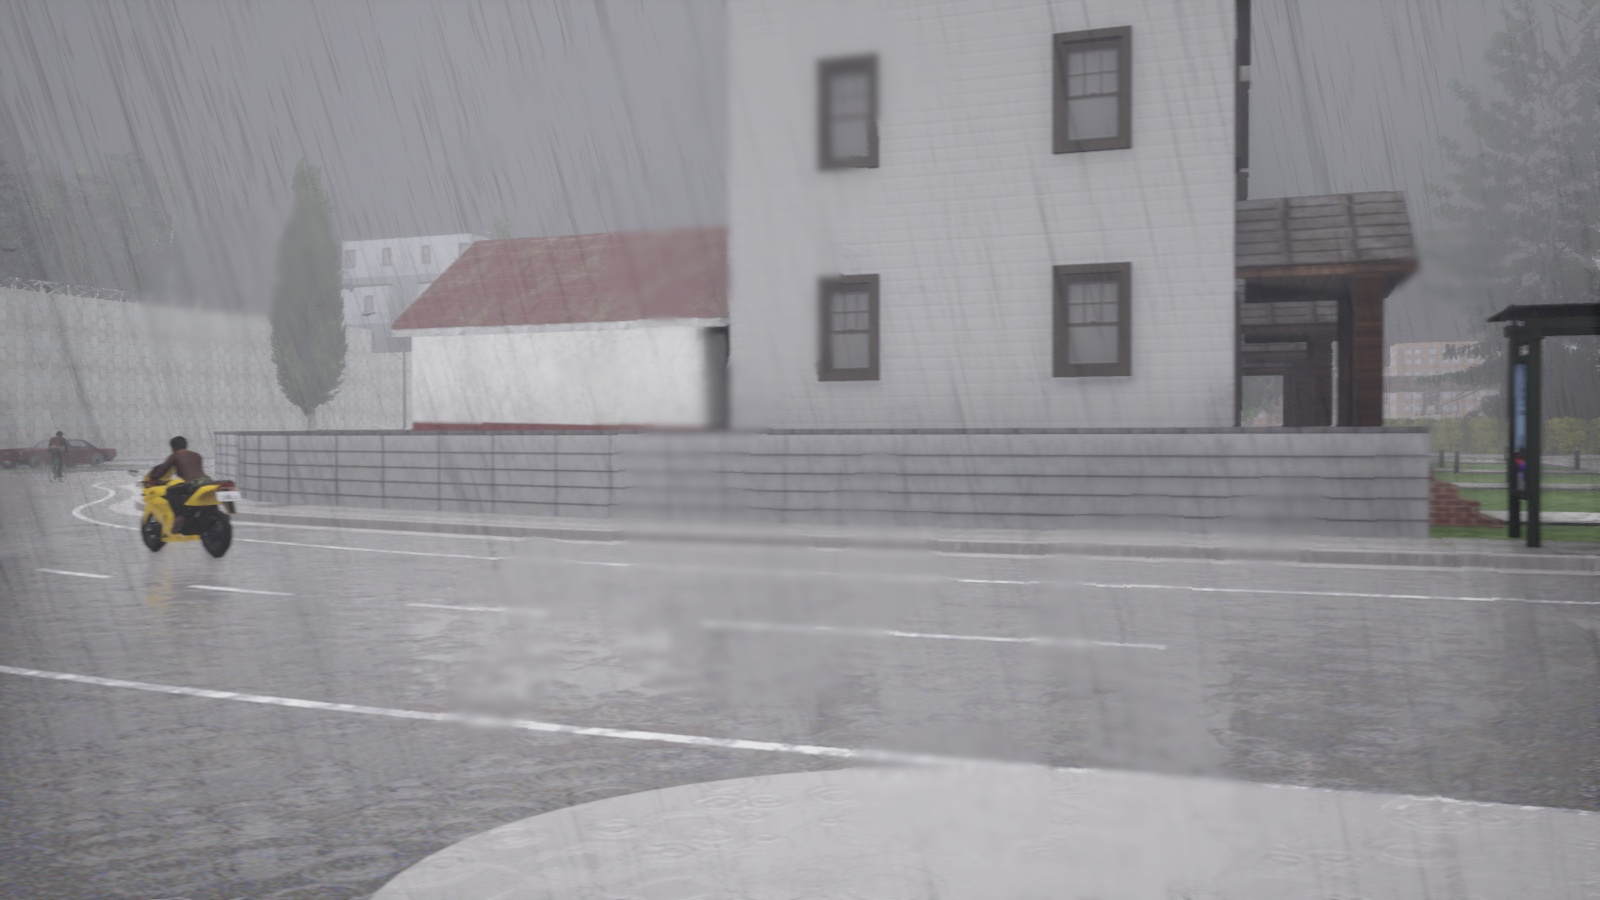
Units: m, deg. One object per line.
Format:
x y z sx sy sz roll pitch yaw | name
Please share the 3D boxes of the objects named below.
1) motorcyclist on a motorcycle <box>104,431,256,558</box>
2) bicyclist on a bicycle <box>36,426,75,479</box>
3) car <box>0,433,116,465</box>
-7.888 0.522 15.952 2.044 1.523 0.797 1 1 33 | motorcyclist on a motorcycle
-23.345 0.056 39.402 0.582 1.620 1.656 1 0 -13 | bicyclist on a bicycle
-32.429 -0.074 54.469 1.895 1.301 4.718 1 1 21 | car
